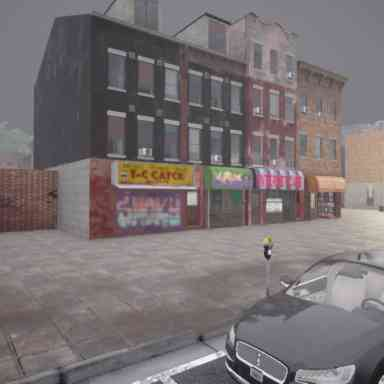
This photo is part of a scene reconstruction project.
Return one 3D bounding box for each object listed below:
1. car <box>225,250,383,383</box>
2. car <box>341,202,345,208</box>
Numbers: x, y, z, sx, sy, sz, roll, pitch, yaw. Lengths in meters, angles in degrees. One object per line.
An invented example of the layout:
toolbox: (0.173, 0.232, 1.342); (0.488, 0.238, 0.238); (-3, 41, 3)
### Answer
car: (2.410, 1.552, 4.519); (4.403, 1.369, 2.008); (0, 0, -35)
car: (16.756, 1.471, 42.153); (1.895, 1.301, 4.718); (0, 0, -36)
